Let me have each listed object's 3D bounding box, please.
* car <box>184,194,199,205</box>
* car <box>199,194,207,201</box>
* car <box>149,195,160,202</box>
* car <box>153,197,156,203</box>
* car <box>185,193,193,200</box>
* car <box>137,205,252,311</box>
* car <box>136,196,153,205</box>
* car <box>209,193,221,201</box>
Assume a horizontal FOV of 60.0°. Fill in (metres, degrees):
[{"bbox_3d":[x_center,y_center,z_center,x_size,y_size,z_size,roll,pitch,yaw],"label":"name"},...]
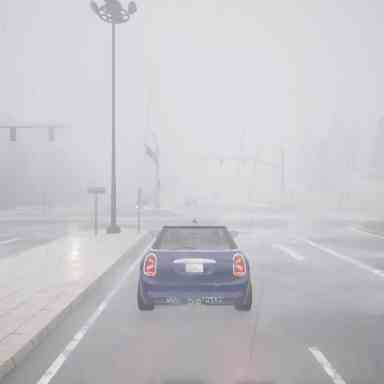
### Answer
[{"bbox_3d":[-0.225,1.526,54.755,1.812,1.442,4.674,0,0,-1],"label":"car"},{"bbox_3d":[2.752,1.513,85.320,1.812,1.442,4.674,0,0,-1],"label":"car"},{"bbox_3d":[-8.602,1.540,76.735,2.033,1.411,5.357,0,0,-1],"label":"car"},{"bbox_3d":[-8.448,1.505,66.297,1.837,1.490,4.892,0,0,-1],"label":"car"},{"bbox_3d":[-0.924,1.189,95.614,2.150,2.045,5.566,0,0,-1],"label":"car"},{"bbox_3d":[0.061,1.352,7.935,2.097,1.767,4.553,0,0,0],"label":"car"},{"bbox_3d":[-8.349,1.505,57.088,1.837,1.490,4.892,0,0,-1],"label":"car"},{"bbox_3d":[6.257,1.215,85.053,2.150,2.045,5.566,0,0,-1],"label":"car"}]
